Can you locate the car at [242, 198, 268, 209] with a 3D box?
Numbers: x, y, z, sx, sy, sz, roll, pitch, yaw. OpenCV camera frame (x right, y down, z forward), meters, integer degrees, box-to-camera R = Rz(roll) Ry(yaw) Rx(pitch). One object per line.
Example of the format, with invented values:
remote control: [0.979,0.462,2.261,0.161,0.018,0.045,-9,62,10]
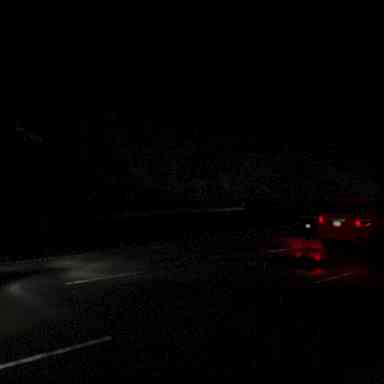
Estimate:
car: [8.220,1.535,39.939,4.718,1.301,1.895,0,0,-35]

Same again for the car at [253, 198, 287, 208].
car: [10.792,1.523,46.062,4.718,1.301,1.895,0,0,-35]

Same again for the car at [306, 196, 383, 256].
car: [7.262,1.192,13.238,5.566,2.045,2.150,0,0,-36]

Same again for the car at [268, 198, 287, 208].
car: [11.032,1.496,37.641,4.181,1.385,1.994,0,0,-35]

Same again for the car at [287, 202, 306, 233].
car: [7.705,1.455,17.840,4.902,1.511,2.128,0,0,-36]

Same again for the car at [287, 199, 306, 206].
car: [12.671,1.480,34.519,5.357,1.411,2.033,0,0,-36]
